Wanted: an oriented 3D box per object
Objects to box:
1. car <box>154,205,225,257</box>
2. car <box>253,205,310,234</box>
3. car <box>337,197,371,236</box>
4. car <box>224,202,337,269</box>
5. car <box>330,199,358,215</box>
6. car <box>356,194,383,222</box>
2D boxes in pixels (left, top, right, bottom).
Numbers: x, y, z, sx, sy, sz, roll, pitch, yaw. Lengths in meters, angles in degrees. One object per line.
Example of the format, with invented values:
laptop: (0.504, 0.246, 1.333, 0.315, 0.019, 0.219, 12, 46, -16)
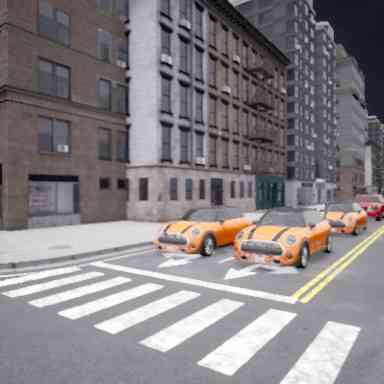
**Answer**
car: (0.561, 1.364, 13.235, 2.097, 1.767, 4.553, 0, 0, 35)
car: (5.563, 1.571, 20.282, 1.994, 1.385, 4.181, 0, 0, 36)
car: (8.337, 1.348, 18.598, 2.097, 1.767, 4.553, 0, 0, 35)
car: (3.227, 1.353, 11.378, 2.097, 1.767, 4.553, 0, 0, 35)
car: (16.143, 1.521, 35.185, 1.812, 1.442, 4.674, 0, 0, 36)
car: (14.139, 1.213, 26.772, 2.150, 2.045, 5.566, 0, 0, 35)
